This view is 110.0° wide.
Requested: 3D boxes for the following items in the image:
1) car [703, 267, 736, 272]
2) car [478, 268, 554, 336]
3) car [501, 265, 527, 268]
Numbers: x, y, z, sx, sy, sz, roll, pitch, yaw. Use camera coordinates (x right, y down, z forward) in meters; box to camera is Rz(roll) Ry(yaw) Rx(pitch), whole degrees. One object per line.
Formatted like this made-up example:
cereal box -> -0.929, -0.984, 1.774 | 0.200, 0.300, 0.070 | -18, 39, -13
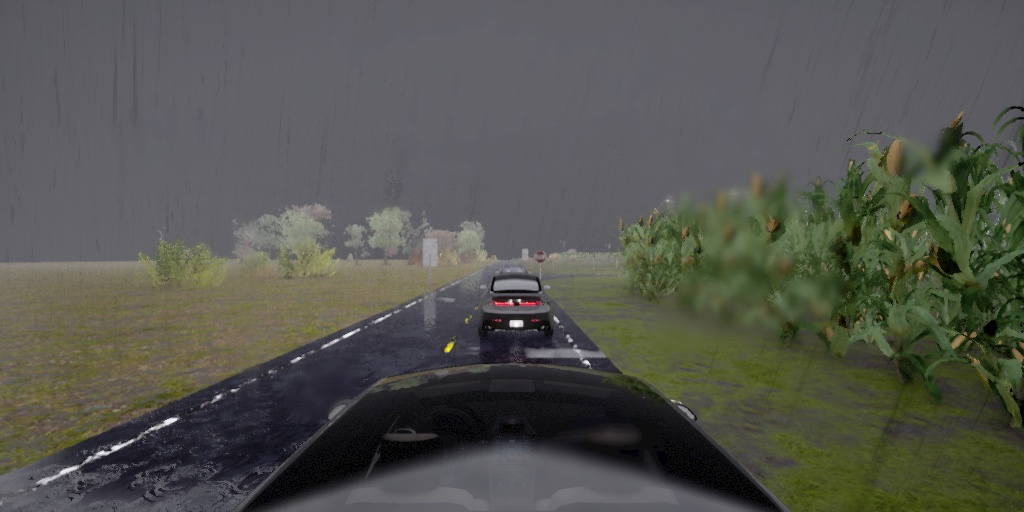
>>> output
car -> 21.838, 0.888, 37.420 | 4.553, 1.767, 2.097 | -1, -1, -1
car -> 0.097, 1.249, 10.353 | 1.837, 1.490, 4.892 | 0, 0, 0
car -> 0.099, 1.233, 19.595 | 2.128, 1.511, 4.902 | 0, 0, 0
